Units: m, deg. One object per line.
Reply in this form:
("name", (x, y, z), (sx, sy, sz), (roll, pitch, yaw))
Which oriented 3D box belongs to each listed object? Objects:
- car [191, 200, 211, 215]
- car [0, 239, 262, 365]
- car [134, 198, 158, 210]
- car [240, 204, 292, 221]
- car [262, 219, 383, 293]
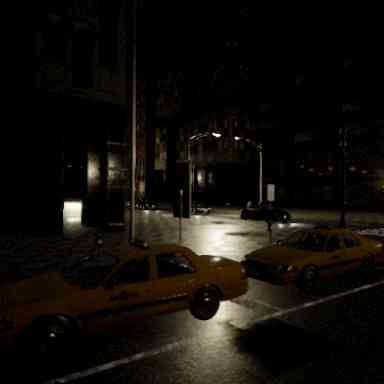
("car", (0.000, 1.606, 34.184), (1.812, 1.442, 4.674), (1, 0, -35))
("car", (-1.155, 1.545, 5.820), (4.829, 1.417, 1.752), (1, 0, -35))
("car", (-6.148, 1.552, 42.732), (1.837, 1.490, 4.892), (1, 0, -36))
("car", (5.737, 1.676, 26.226), (1.994, 1.385, 4.181), (1, 0, -35))
("car", (3.409, 1.593, 9.067), (4.829, 1.417, 1.752), (1, 0, -35))
